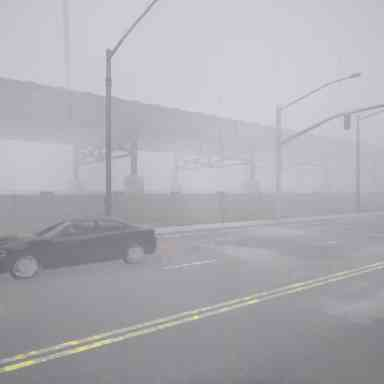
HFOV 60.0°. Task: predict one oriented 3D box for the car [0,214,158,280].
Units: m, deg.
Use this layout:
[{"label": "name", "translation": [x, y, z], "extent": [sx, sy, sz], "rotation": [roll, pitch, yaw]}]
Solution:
[{"label": "car", "translation": [-3.455, 1.477, 10.136], "extent": [5.008, 1.535, 1.882], "rotation": [0, 0, -36]}]
